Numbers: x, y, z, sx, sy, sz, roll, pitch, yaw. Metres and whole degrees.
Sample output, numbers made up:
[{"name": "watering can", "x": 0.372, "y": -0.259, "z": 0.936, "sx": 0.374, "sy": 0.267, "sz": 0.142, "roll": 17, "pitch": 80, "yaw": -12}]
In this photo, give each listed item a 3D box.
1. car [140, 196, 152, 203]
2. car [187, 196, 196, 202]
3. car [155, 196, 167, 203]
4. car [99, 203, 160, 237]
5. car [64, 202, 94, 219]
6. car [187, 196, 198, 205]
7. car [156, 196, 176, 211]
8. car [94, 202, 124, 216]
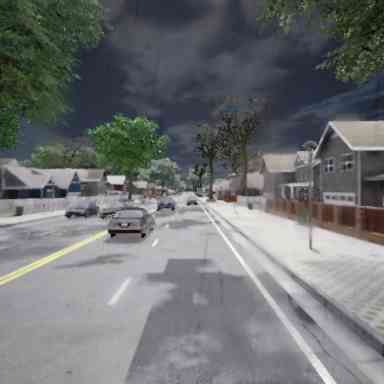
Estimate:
[{"name": "car", "x": -9.842, "y": 1.648, "z": 70.936, "sx": 1.812, "sy": 1.442, "sz": 4.674, "roll": 0, "pitch": 0, "yaw": 0}, {"name": "car", "x": -0.106, "y": 1.685, "z": 82.264, "sx": 2.033, "sy": 1.411, "sz": 5.357, "roll": 0, "pitch": 0, "yaw": 0}, {"name": "car", "x": -6.592, "y": 1.647, "z": 70.940, "sx": 2.033, "sy": 1.411, "sz": 5.357, "roll": 0, "pitch": 0, "yaw": 0}, {"name": "car", "x": -3.169, "y": 1.574, "z": 18.111, "sx": 2.033, "sy": 1.411, "sz": 5.357, "roll": 0, "pitch": 0, "yaw": 0}, {"name": "car", "x": -9.874, "y": 1.627, "z": 30.426, "sx": 2.033, "sy": 1.411, "sz": 5.357, "roll": 0, "pitch": 0, "yaw": 0}, {"name": "car", "x": 0.023, "y": 1.688, "z": 59.795, "sx": 1.895, "sy": 1.301, "sz": 4.718, "roll": 0, "pitch": 0, "yaw": 0}, {"name": "car", "x": -3.204, "y": 1.419, "z": 42.504, "sx": 2.097, "sy": 1.767, "sz": 4.553, "roll": 0, "pitch": 0, "yaw": 0}, {"name": "car", "x": -6.625, "y": 1.608, "z": 29.278, "sx": 2.033, "sy": 1.411, "sz": 5.357, "roll": 0, "pitch": 0, "yaw": 0}]
